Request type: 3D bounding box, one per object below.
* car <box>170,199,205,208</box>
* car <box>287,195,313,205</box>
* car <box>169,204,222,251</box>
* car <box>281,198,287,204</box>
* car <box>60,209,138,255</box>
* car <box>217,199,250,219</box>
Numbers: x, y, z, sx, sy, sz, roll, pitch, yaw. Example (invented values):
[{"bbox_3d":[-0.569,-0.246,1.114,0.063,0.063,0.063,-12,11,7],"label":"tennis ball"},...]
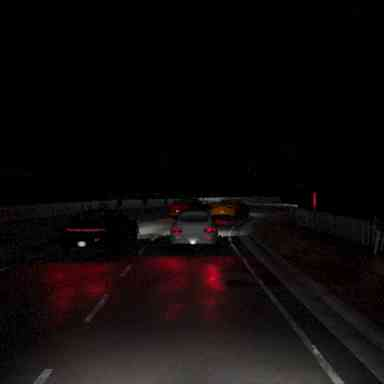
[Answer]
[{"bbox_3d":[-0.104,1.311,28.129,1.882,1.535,5.008,0,1,24],"label":"car"},{"bbox_3d":[17.511,1.205,50.908,4.892,1.490,1.837,0,0,-25],"label":"car"},{"bbox_3d":[0.143,1.444,13.650,1.812,1.442,4.674,0,1,3],"label":"car"},{"bbox_3d":[16.970,1.278,54.504,4.718,1.301,1.895,0,0,-24],"label":"car"},{"bbox_3d":[-3.387,1.415,12.945,2.128,1.511,4.902,0,0,3],"label":"car"},{"bbox_3d":[3.304,1.316,27.198,1.882,1.535,5.008,0,1,25],"label":"car"}]
